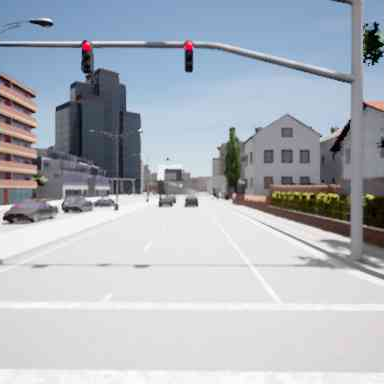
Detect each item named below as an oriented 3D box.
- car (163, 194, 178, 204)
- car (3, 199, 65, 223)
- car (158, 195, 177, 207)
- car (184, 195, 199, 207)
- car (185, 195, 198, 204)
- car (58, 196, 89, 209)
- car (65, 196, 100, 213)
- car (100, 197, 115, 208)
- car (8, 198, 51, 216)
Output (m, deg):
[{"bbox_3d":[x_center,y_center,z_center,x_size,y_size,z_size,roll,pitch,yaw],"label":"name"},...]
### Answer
[{"bbox_3d":[-3.560,1.193,56.029,2.128,1.511,4.902,0,0,0],"label":"car"},{"bbox_3d":[-11.617,1.417,24.523,2.033,1.411,5.357,0,0,0],"label":"car"},{"bbox_3d":[-3.549,1.249,45.613,2.128,1.511,4.902,0,0,0],"label":"car"},{"bbox_3d":[-0.049,1.235,45.616,1.882,1.535,5.008,0,0,0],"label":"car"},{"bbox_3d":[-0.060,1.266,56.033,1.994,1.385,4.181,0,0,0],"label":"car"},{"bbox_3d":[-15.079,1.266,42.689,2.128,1.511,4.902,0,0,0],"label":"car"},{"bbox_3d":[-11.611,1.364,34.595,2.033,1.411,5.357,0,0,0],"label":"car"},{"bbox_3d":[-11.607,1.327,44.322,1.994,1.385,4.181,0,1,1],"label":"car"},{"bbox_3d":[-15.117,1.360,31.254,1.812,1.442,4.674,0,0,0],"label":"car"}]
